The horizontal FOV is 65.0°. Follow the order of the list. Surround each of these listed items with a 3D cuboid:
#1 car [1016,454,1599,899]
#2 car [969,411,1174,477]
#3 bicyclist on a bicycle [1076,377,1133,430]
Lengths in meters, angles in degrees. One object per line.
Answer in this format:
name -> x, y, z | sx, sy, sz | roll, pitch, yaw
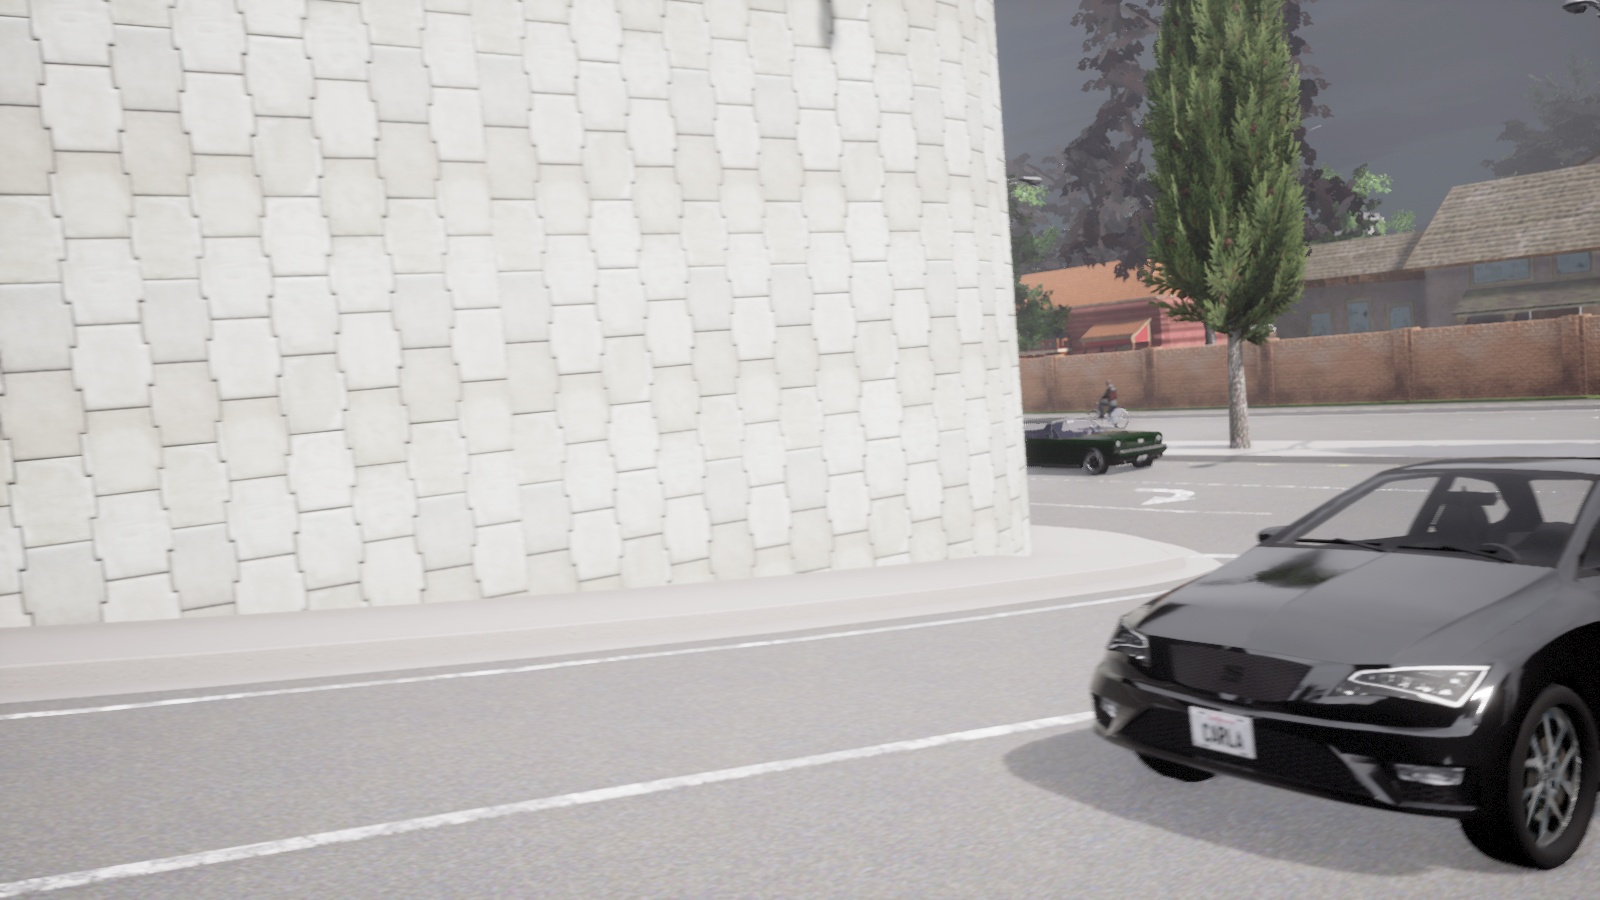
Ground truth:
car -> 3.160, 0.764, 5.833 | 4.193, 1.474, 1.816 | 0, 0, -35
car -> 6.482, -0.157, 30.455 | 1.895, 1.301, 4.718 | -8, 4, -36
bicyclist on a bicycle -> 10.681, -1.614, 44.093 | 0.659, 1.776, 1.843 | -8, 5, -36
